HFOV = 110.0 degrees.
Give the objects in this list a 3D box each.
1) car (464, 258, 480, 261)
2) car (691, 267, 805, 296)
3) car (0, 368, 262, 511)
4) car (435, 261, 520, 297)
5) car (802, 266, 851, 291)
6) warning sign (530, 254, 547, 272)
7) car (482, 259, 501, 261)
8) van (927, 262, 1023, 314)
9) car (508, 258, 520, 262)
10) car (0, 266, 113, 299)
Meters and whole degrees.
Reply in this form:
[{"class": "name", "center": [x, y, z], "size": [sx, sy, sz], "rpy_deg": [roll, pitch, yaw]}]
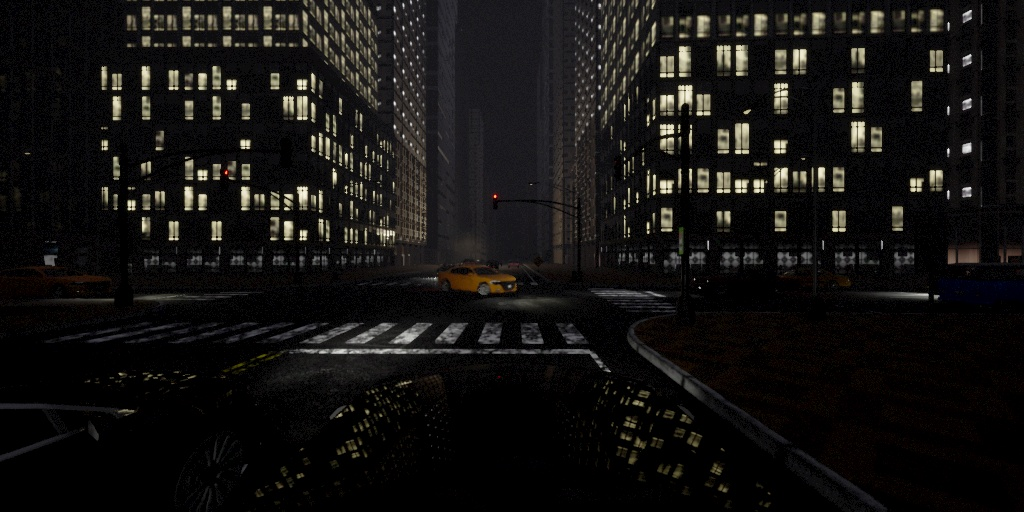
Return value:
[{"class": "car", "center": [-6.370, 1.178, 52.285], "size": [2.097, 1.767, 4.553], "rpy_deg": [0, 0, 0]}, {"class": "car", "center": [12.182, 1.370, 18.966], "size": [4.718, 1.301, 1.895], "rpy_deg": [0, 0, 2]}, {"class": "car", "center": [-3.154, 1.241, 1.219], "size": [2.128, 1.511, 4.902], "rpy_deg": [0, 0, 0]}, {"class": "car", "center": [-1.981, 1.237, 19.454], "size": [5.008, 1.535, 1.882], "rpy_deg": [0, 1, 42]}, {"class": "car", "center": [17.172, 1.295, 21.360], "size": [4.829, 1.417, 1.751], "rpy_deg": [0, 0, 2]}, {"class": "warning sign", "center": [3.024, 0.913, 41.409], "size": [1.300, 1.860, 1.060], "rpy_deg": [0, 0, 0]}, {"class": "car", "center": [-2.924, 1.333, 53.259], "size": [1.837, 1.490, 4.892], "rpy_deg": [0, 0, 0]}, {"class": "van", "center": [18.407, 1.120, 13.182], "size": [3.998, 1.789, 1.690], "rpy_deg": [0, 0, 2]}, {"class": "car", "center": [0.276, 1.468, 64.466], "size": [1.895, 1.301, 4.718], "rpy_deg": [0, 0, 0]}, {"class": "car", "center": [-22.317, 1.237, 17.243], "size": [5.008, 1.535, 1.882], "rpy_deg": [0, 0, 0]}]
